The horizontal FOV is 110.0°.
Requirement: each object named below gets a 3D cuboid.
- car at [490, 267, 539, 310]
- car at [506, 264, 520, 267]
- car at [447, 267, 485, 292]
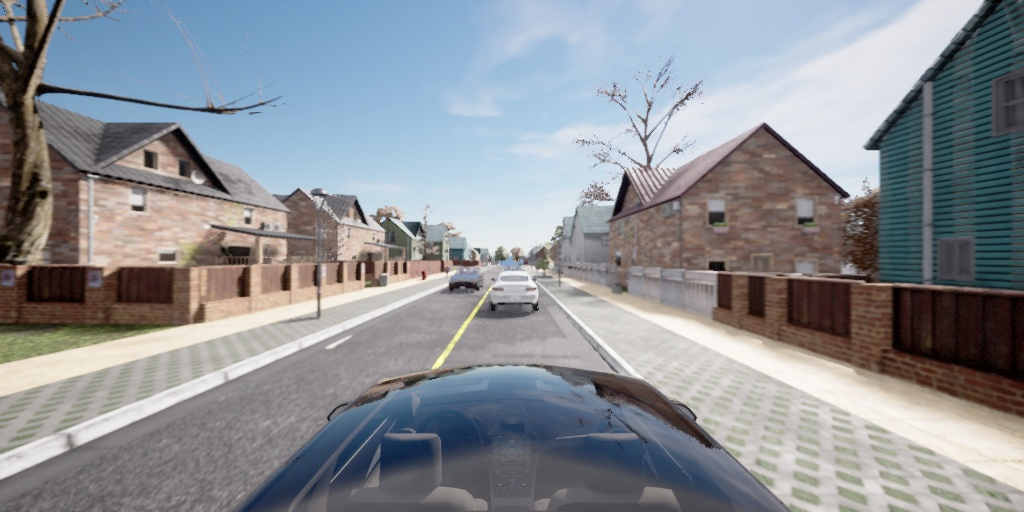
[{"bbox_3d":[0.088,1.340,14.946,1.812,1.442,4.674,0,0,0],"label":"car"},{"bbox_3d":[0.104,1.500,33.855,2.033,1.411,5.357,0,-1,0],"label":"car"},{"bbox_3d":[-2.748,1.413,22.688,2.033,1.411,5.357,0,0,0],"label":"car"}]
